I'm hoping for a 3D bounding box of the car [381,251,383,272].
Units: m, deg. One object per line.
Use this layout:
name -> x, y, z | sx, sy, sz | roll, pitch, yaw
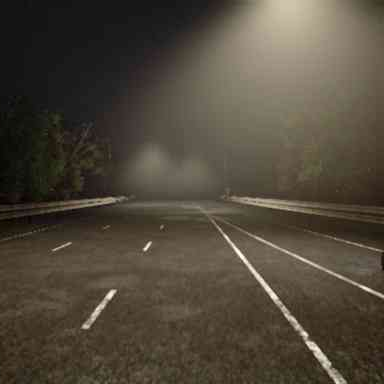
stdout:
car -> 5.896, 1.456, 6.426 | 2.163, 1.488, 4.792 | 0, 0, -7
